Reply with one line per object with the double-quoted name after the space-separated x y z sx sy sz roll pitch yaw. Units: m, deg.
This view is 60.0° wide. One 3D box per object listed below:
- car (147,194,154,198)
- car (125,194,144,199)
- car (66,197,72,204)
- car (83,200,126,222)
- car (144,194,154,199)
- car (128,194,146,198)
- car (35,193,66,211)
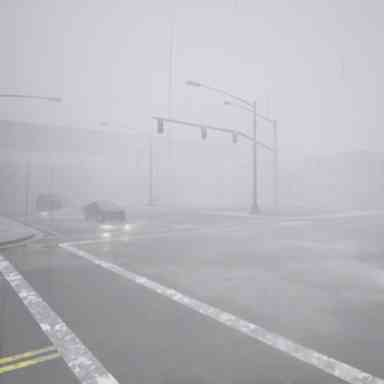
-11.633 1.102 93.091 1.853 1.218 4.536 0 0 -5 "car"
-15.359 1.274 92.982 4.974 1.542 2.038 0 0 25 "car"
-22.478 1.538 57.262 2.033 1.411 5.357 0 0 4 "car"
-6.888 1.440 25.941 1.882 1.535 5.008 0 0 -37 "car"
-11.628 1.260 93.040 2.038 1.542 4.974 0 0 -5 "car"
-15.406 1.116 93.003 4.536 1.218 1.853 0 0 25 "car"
-17.410 1.185 40.174 2.150 2.045 5.566 -1 0 -35 "car"
